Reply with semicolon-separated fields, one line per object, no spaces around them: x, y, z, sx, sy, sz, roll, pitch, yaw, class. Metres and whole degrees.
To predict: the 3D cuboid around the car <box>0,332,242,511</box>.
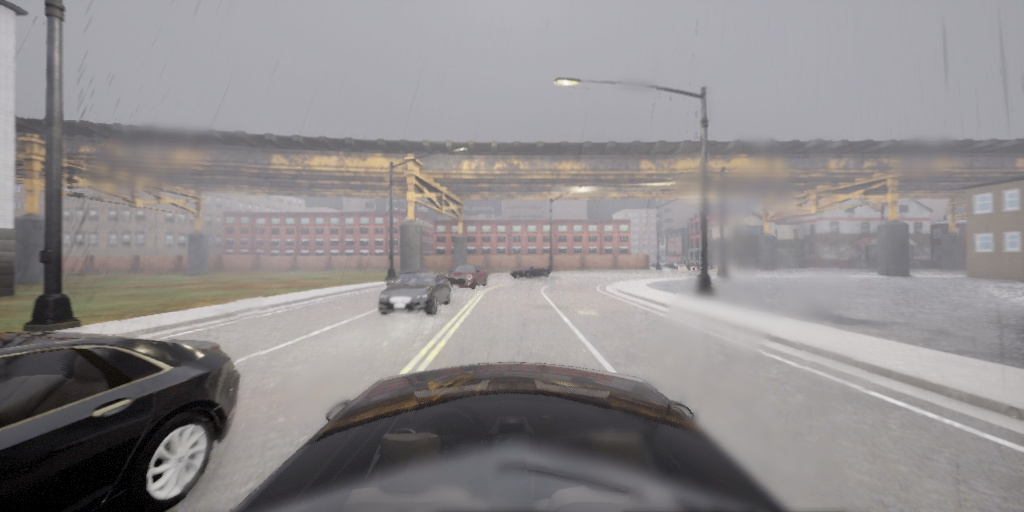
-3.594;1.261;1.529;1.837;1.490;4.892;0;0;0;car

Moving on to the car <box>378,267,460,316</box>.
-3.572;1.339;13.919;2.128;1.511;4.902;0;0;0;car

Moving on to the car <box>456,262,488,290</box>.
-3.117;1.331;24.617;2.097;1.767;4.553;0;0;10;car

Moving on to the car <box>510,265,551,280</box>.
1.884;1.597;35.624;1.895;1.301;4.718;0;-1;39;car
